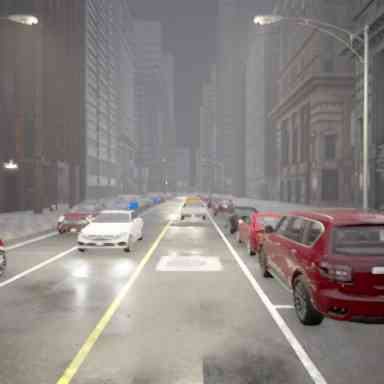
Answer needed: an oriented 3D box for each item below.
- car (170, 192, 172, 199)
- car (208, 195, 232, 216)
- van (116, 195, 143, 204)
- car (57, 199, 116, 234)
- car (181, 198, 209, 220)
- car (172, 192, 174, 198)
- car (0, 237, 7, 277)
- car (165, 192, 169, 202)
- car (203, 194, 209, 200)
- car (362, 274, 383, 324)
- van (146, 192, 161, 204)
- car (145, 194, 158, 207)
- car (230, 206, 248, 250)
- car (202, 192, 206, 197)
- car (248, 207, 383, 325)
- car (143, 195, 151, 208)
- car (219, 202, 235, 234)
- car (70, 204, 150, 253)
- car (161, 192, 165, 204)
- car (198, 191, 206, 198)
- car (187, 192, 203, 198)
[{"bbox_3d":[-5.763,1.120,68.914,1.947,1.339,4.313,0,0,0],"label":"car"},{"bbox_3d":[2.760,1.242,29.464,1.967,1.590,4.097,0,0,0],"label":"car"},{"bbox_3d":[-5.765,1.144,29.457,1.690,1.788,3.998,0,0,0],"label":"van"},{"bbox_3d":[-5.765,1.318,18.184,1.967,1.590,4.097,0,0,0],"label":"car"},{"bbox_3d":[0.101,1.423,26.525,1.895,1.301,4.718,0,0,0],"label":"car"},{"bbox_3d":[-5.763,1.071,74.550,2.008,1.369,4.403,0,0,0],"label":"car"},{"bbox_3d":[-5.765,1.393,6.911,1.967,1.590,4.097,0,0,0],"label":"car"},{"bbox_3d":[-5.764,0.939,57.639,2.192,1.841,5.009,0,0,0],"label":"car"},{"bbox_3d":[2.761,1.295,40.737,1.947,1.339,4.313,0,0,0],"label":"car"},{"bbox_3d":[2.760,1.556,1.284,1.947,1.339,4.313,0,0,0],"label":"car"},{"bbox_3d":[-5.765,1.035,46.366,1.690,1.788,3.998,0,0,0],"label":"van"},{"bbox_3d":[-5.764,1.280,40.730,2.008,1.369,4.403,0,0,0],"label":"car"},{"bbox_3d":[2.760,1.460,12.557,1.887,1.381,4.507,0,0,0],"label":"car"},{"bbox_3d":[2.762,1.206,57.646,1.802,1.307,4.206,0,0,0],"label":"car"},{"bbox_3d":[2.759,1.268,6.919,2.192,1.841,5.009,0,0,0],"label":"car"},{"bbox_3d":[-5.764,1.292,34.925,1.752,1.417,4.829,0,0,0],"label":"car"},{"bbox_3d":[2.761,1.443,18.193,1.947,1.339,4.313,0,0,0],"label":"car"},{"bbox_3d":[-3.054,1.435,13.408,1.812,1.442,4.674,0,0,0],"label":"car"},{"bbox_3d":[-5.764,1.099,52.003,1.967,1.590,4.097,0,0,0],"label":"car"},{"bbox_3d":[2.761,0.737,91.461,2.192,1.841,5.009,0,0,0],"label":"car"},{"bbox_3d":[0.100,1.180,45.014,1.882,1.535,5.008,0,1,0],"label":"car"}]
